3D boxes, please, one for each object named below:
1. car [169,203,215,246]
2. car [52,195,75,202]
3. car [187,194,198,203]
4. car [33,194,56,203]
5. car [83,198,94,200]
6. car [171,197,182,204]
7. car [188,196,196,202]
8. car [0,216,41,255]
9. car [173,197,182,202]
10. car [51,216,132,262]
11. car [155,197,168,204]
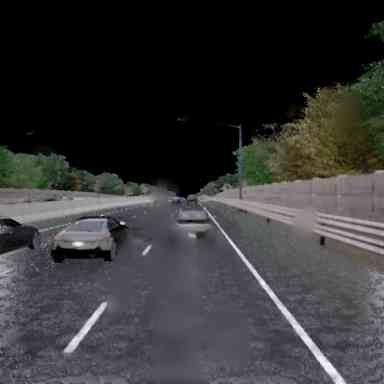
[{"bbox_3d":[0.005,1.500,15.249,2.128,1.511,4.902,0,0,0],"label":"car"},{"bbox_3d":[-21.001,1.650,56.086,2.033,1.411,5.357,0,0,1],"label":"car"},{"bbox_3d":[0.020,1.519,72.769,2.150,2.045,5.566,0,-1,0],"label":"car"},{"bbox_3d":[-24.503,1.330,56.022,2.150,2.045,5.566,0,0,1],"label":"car"},{"bbox_3d":[-17.507,1.704,56.123,1.895,1.301,4.718,0,0,1],"label":"car"},{"bbox_3d":[-3.481,1.771,72.737,1.882,1.535,5.008,0,-1,0],"label":"car"},{"bbox_3d":[0.023,1.781,83.156,1.882,1.535,5.008,0,-1,0],"label":"car"},{"bbox_3d":[-6.998,1.531,11.497,1.812,1.442,4.674,0,0,0],"label":"car"},{"bbox_3d":[-3.477,1.842,83.157,2.033,1.411,5.357,0,-1,0],"label":"car"},{"bbox_3d":[-3.497,1.570,12.237,1.994,1.385,4.181,0,0,0],"label":"car"},{"bbox_3d":[-6.981,1.848,73.086,1.994,1.385,4.181,0,-1,0],"label":"car"}]
